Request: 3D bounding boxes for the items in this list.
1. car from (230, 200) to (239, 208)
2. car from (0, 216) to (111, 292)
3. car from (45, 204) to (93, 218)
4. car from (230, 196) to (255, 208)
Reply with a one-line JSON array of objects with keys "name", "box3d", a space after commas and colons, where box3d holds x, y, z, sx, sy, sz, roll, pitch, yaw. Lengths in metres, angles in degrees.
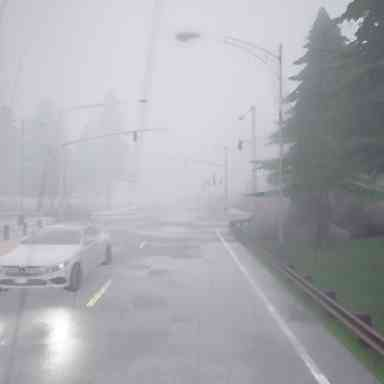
[{"name": "car", "box3d": [8.836, 1.595, 52.931, 4.605, 1.855, 1.932, 0, 0, -1]}, {"name": "car", "box3d": [-3.549, 1.606, 9.280, 1.812, 1.442, 4.674, 0, -1, 1]}, {"name": "car", "box3d": [-11.617, 1.818, 31.523, 4.181, 1.385, 1.994, 0, -1, 5]}, {"name": "car", "box3d": [8.421, 1.618, 55.441, 3.866, 1.878, 1.905, 0, 0, -1]}]
